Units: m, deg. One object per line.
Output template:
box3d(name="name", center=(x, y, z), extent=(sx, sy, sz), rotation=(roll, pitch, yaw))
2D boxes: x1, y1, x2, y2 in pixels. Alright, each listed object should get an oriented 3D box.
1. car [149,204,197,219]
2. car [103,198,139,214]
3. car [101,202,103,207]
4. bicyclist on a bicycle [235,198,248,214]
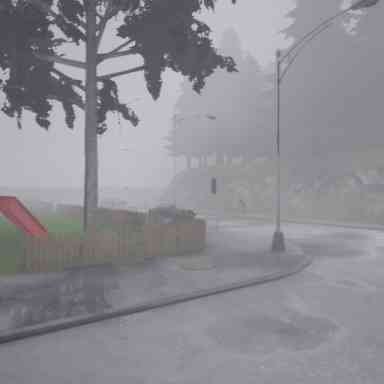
box3d(name="car", center=(-1.604, 1.619, 27.173), extent=(1.895, 1.301, 4.718), rotation=(0, 0, -35))
box3d(name="car", center=(-7.401, 1.619, 35.319), extent=(1.895, 1.301, 4.718), rotation=(0, 0, -35))
box3d(name="car", center=(-11.452, 1.571, 48.089), extent=(2.033, 1.411, 5.357), rotation=(0, 0, -35))
box3d(name="bicyclist on a bicycle", center=(4.854, 1.378, 32.580), extent=(1.656, 1.620, 0.582), rotation=(0, 0, -35))
